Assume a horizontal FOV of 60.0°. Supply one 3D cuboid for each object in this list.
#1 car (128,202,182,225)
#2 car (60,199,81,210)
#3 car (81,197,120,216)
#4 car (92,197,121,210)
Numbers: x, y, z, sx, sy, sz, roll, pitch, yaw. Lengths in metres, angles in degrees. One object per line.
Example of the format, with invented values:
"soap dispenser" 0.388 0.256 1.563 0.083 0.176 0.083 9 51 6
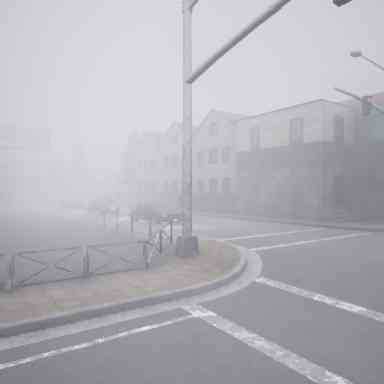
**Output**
"car" -2.549 1.371 22.874 2.033 1.411 5.357 0 0 -35
"car" -14.109 1.425 39.269 1.895 1.301 4.718 0 0 -35
"car" -8.291 1.315 30.995 2.128 1.511 4.902 0 0 -35
"car" -10.476 1.329 40.454 1.837 1.490 4.892 0 0 -35
